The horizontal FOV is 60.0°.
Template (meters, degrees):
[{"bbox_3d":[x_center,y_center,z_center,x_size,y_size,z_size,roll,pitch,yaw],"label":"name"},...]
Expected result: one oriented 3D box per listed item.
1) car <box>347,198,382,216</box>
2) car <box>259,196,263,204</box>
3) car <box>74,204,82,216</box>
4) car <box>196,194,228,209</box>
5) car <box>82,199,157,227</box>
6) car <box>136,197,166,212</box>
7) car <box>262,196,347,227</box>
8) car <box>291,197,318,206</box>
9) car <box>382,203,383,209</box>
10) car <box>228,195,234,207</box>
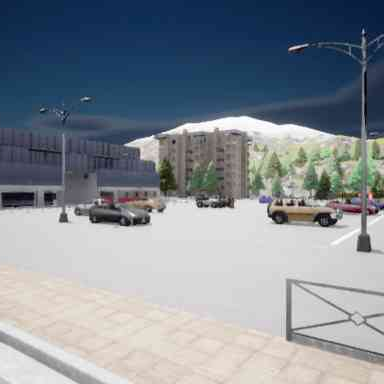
[{"bbox_3d":[15.124,1.449,31.589,4.514,1.523,2.007,0,0,35],"label":"car"},{"bbox_3d":[14.582,1.530,62.581,3.633,1.501,1.845,0,0,35],"label":"car"},{"bbox_3d":[-8.475,1.384,29.035,3.806,1.475,1.970,0,0,35],"label":"car"},{"bbox_3d":[2.375,1.231,44.893,3.866,1.878,1.905,0,0,35],"label":"car"},{"bbox_3d":[-4.844,1.449,21.969,4.514,1.523,2.007,0,0,35],"label":"car"},{"bbox_3d":[-5.026,1.306,34.456,5.027,1.636,2.152,0,0,35],"label":"car"},{"bbox_3d":[7.337,1.247,21.840,4.605,1.855,1.932,0,0,35],"label":"car"},{"bbox_3d":[18.911,1.540,55.857,3.806,1.475,1.970,0,0,35],"label":"car"},{"bbox_3d":[20.939,1.472,39.716,3.633,1.501,1.845,0,0,35],"label":"car"},{"bbox_3d":[3.719,1.252,47.501,4.605,1.855,1.932,0,0,35],"label":"car"}]
